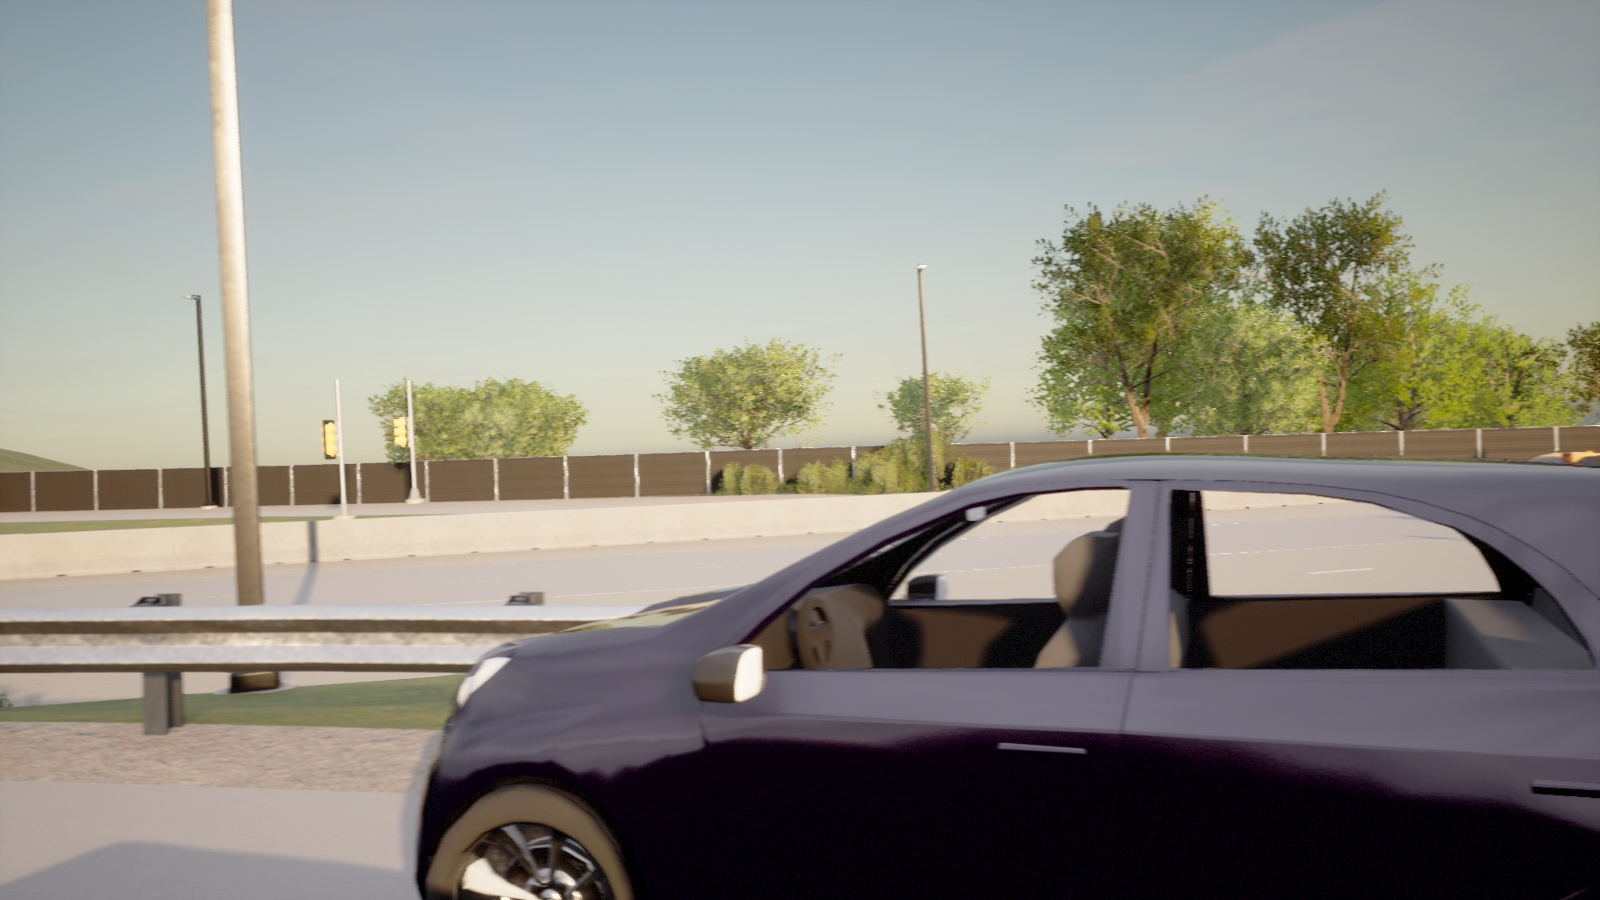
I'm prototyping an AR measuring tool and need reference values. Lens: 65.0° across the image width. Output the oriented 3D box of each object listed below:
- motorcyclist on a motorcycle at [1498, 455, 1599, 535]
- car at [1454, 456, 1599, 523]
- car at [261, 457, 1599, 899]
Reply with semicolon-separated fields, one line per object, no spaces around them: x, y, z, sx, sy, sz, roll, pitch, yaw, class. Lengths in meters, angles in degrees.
16.512;0.962;27.422;2.350;1.649;0.766;-1;0;-18;motorcyclist on a motorcycle
19.447;0.956;32.083;5.008;1.535;1.882;-1;-1;-18;car
0.584;0.794;3.560;3.633;1.501;1.845;0;1;22;car
